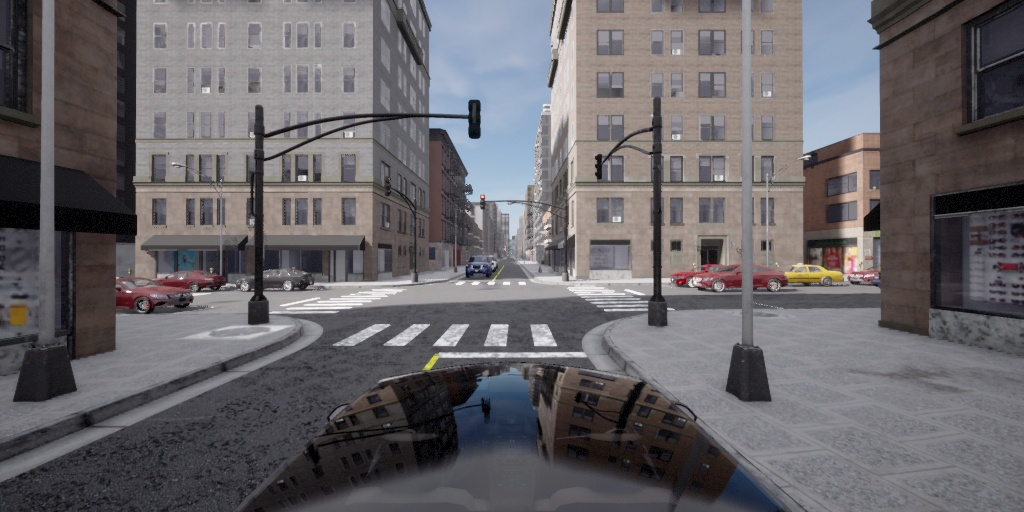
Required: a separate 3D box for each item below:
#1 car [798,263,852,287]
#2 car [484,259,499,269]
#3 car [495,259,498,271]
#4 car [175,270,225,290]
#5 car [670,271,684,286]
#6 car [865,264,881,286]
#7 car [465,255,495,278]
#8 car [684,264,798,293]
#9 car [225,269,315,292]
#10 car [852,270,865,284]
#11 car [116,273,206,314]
[{"bbox_3d":[17.452,1.117,22.004,4.829,1.417,1.751,0,0,0],"label":"car"},{"bbox_3d":[-3.125,1.181,55.256,1.882,1.535,5.008,0,0,0],"label":"car"},{"bbox_3d":[-3.125,0.945,44.900,2.150,2.045,5.566,0,0,0],"label":"car"},{"bbox_3d":[-20.161,1.545,22.244,4.207,1.307,1.802,0,0,0],"label":"car"},{"bbox_3d":[12.130,1.190,22.039,4.507,1.381,1.888,0,0,0],"label":"car"},{"bbox_3d":[22.767,1.078,19.213,5.357,1.411,2.033,-1,0,1],"label":"car"},{"bbox_3d":[-3.120,0.961,34.366,2.150,2.045,5.566,0,0,0],"label":"car"},{"bbox_3d":[12.186,1.157,19.283,4.674,1.442,1.812,-1,0,1],"label":"car"},{"bbox_3d":[-14.633,1.458,22.209,4.403,1.370,2.007,0,0,0],"label":"car"},{"bbox_3d":[23.115,1.121,21.968,4.207,1.307,1.802,0,0,0],"label":"car"},{"bbox_3d":[-14.661,1.451,13.683,4.207,1.307,1.802,0,0,0],"label":"car"}]
